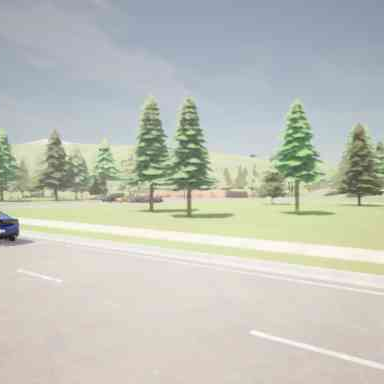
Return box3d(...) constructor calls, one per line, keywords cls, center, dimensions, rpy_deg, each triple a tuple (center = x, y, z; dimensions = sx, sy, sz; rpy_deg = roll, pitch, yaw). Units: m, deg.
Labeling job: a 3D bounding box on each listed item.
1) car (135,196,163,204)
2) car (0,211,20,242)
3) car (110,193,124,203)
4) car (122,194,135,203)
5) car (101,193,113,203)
box3d(cls="car", center=(-7.991, 1.551, 64.550), dimensions=(2.033, 1.411, 5.357), rpy_deg=(0, 0, 36))
box3d(cls="car", center=(-9.917, 1.479, 15.304), dimensions=(5.008, 1.535, 1.882), rpy_deg=(0, 0, 35))
box3d(cls="car", center=(-13.708, 1.481, 68.564), dimensions=(1.882, 1.535, 5.008), rpy_deg=(0, 0, 36))
box3d(cls="car", center=(-10.853, 1.508, 66.556), dimensions=(2.128, 1.511, 4.902), rpy_deg=(0, 0, 36))
box3d(cls="car", center=(-16.562, 1.229, 70.589), dimensions=(2.150, 2.045, 5.566), rpy_deg=(0, 0, 36))
